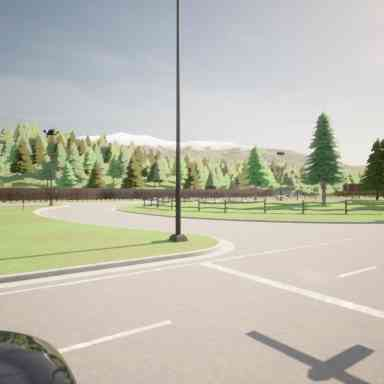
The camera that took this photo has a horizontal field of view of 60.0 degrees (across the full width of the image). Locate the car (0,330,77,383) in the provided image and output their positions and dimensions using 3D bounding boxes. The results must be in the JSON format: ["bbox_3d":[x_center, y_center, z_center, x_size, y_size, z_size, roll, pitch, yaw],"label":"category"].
[{"bbox_3d":[-3.052,1.505,1.568,4.892,1.490,1.837,0,0,-35],"label":"car"}]
